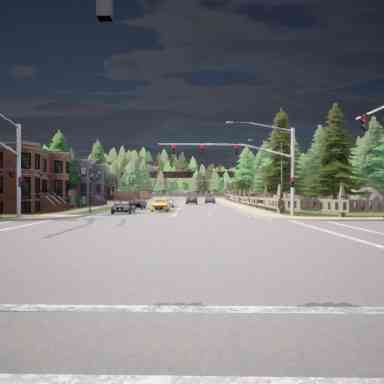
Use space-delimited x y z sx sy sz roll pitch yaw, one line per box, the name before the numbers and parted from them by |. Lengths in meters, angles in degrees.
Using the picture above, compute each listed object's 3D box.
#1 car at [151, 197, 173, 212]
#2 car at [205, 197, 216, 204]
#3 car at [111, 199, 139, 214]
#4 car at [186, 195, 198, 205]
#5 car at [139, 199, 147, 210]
car | -3.627 1.478 38.810 1.882 1.535 5.008 0 0 0
car | 3.545 1.564 65.183 1.994 1.385 4.181 0 0 0
car | -7.127 1.564 34.835 1.994 1.385 4.181 0 0 0
car | -0.052 1.352 60.203 2.097 1.767 4.553 0 0 0
car | -7.124 1.601 43.587 1.895 1.301 4.718 0 0 0
